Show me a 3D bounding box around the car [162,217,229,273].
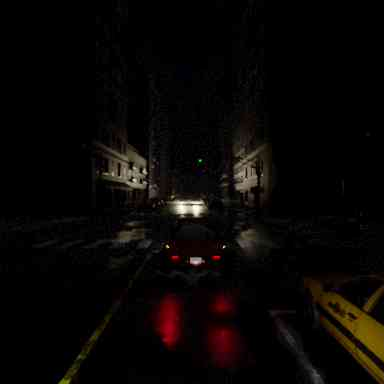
[{"bbox_3d":[0.097,1.523,10.498,1.812,1.442,4.674,0,0,0],"label":"car"}]

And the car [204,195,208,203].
[{"bbox_3d":[3.052,1.525,47.008,1.887,1.381,4.507,1,0,1],"label":"car"}]

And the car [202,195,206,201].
[{"bbox_3d":[3.122,1.528,52.538,2.008,1.369,4.403,1,0,1],"label":"car"}]

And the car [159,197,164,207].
[{"bbox_3d":[-5.473,1.548,47.110,1.947,1.339,4.313,1,0,1],"label":"car"}]

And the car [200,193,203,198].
[{"bbox_3d":[3.470,1.510,80.190,2.008,1.369,4.403,1,0,1],"label":"car"}]

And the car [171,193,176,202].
[{"bbox_3d":[-5.126,1.490,74.585,1.752,1.417,4.829,1,0,1],"label":"car"}]

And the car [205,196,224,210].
[{"bbox_3d":[2.982,1.549,41.478,1.947,1.339,4.313,1,0,1],"label":"car"}]

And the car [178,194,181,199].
[{"bbox_3d":[-4.915,1.517,91.341,1.947,1.339,4.313,1,0,1],"label":"car"}]

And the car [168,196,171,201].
[{"bbox_3d":[-5.333,1.520,58.168,1.887,1.381,4.507,1,0,1],"label":"car"}]

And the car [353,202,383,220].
[{"bbox_3d":[16.928,1.664,29.490,4.892,1.490,1.837,0,-1,0],"label":"car"}]

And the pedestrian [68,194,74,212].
[{"bbox_3d":[-12.365,1.138,33.847,0.375,1.860,0.375,0,-1,0],"label":"pedestrian"}]

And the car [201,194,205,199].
[{"bbox_3d":[3.331,1.533,69.129,1.947,1.339,4.313,1,0,1],"label":"car"}]

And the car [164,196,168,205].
[{"bbox_3d":[-5.403,1.530,52.639,2.008,1.369,4.403,1,0,1],"label":"car"}]

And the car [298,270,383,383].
[{"bbox_3d":[2.675,1.524,3.984,1.752,1.417,4.829,1,0,0],"label":"car"}]

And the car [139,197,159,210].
[{"bbox_3d":[-5.543,1.567,41.581,1.802,1.307,4.206,1,0,1],"label":"car"}]

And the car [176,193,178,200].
[{"bbox_3d":[-5.055,1.526,80.283,1.947,1.339,4.313,1,0,1],"label":"car"}]
